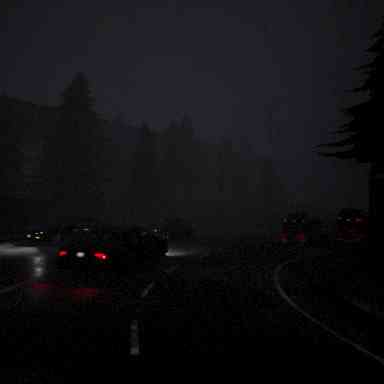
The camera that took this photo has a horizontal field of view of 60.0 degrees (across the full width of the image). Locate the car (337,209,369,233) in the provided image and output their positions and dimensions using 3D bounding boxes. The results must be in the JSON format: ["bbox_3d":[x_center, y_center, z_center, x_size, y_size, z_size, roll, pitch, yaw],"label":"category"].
[{"bbox_3d":[15.145,2.589,30.886,2.150,2.045,5.566,-1,-2,37],"label":"car"}]

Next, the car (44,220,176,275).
[{"bbox_3d":[-2.506,1.943,11.943,2.033,1.411,5.357,0,-2,16],"label":"car"}]

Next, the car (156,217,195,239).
[{"bbox_3d":[-1.615,2.285,20.655,1.994,1.385,4.181,-1,-3,34],"label":"car"}]

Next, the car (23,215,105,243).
[{"bbox_3d":[-6.984,2.074,18.889,1.837,1.490,4.892,-1,-3,32],"label":"car"}]

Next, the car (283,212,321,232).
[{"bbox_3d":[9.965,2.593,29.856,2.097,1.767,4.553,-1,-3,37],"label":"car"}]
